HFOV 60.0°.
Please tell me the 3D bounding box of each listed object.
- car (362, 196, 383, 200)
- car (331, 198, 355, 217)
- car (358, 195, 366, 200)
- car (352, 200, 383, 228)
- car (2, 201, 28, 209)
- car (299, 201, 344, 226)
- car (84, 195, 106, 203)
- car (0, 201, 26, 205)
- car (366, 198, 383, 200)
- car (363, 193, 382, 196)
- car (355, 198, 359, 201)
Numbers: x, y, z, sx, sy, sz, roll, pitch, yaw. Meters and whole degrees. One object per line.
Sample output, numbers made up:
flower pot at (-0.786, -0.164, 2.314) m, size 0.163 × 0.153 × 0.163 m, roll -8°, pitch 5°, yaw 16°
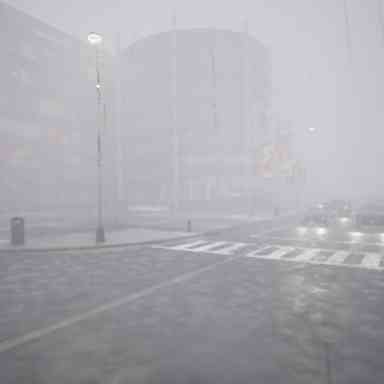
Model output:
car at (21.675, 1.515, 38.895) m, size 2.128 × 1.511 × 4.902 m, roll -1°, pitch 0°, yaw 22°
car at (14.197, 1.414, 32.190) m, size 2.097 × 1.767 × 4.553 m, roll -1°, pitch 0°, yaw 30°
car at (27.750, 1.685, 58.167) m, size 1.895 × 1.301 × 4.718 m, roll -1°, pitch 0°, yaw -11°
car at (11.918, 1.496, 21.785) m, size 1.882 × 1.535 × 5.008 m, roll -1°, pitch 0°, yaw 31°
car at (-30.202, 2.192, 56.663) m, size 4.718 × 1.301 × 1.895 m, roll -1°, pitch 0°, yaw 32°
car at (9.390, 1.611, 24.328) m, size 2.033 × 1.411 × 5.357 m, roll -1°, pitch 0°, yaw 32°
car at (-21.123, 1.764, 72.802) m, size 5.566 × 2.045 × 2.435 m, roll -1°, pitch 0°, yaw 32°
car at (-24.167, 1.896, 44.081) m, size 4.674 × 1.452 × 2.002 m, roll -1°, pitch 0°, yaw 32°
car at (16.788, 1.542, 29.683) m, size 1.812 × 1.442 × 4.674 m, roll -1°, pitch 0°, yaw 31°
car at (31.223, 1.278, 58.570) m, size 2.150 × 2.045 × 5.566 m, roll -1°, pitch 0°, yaw -11°
car at (18.922, 1.619, 41.460) m, size 2.033 × 1.411 × 5.357 m, roll -1°, pitch 0°, yaw 19°
